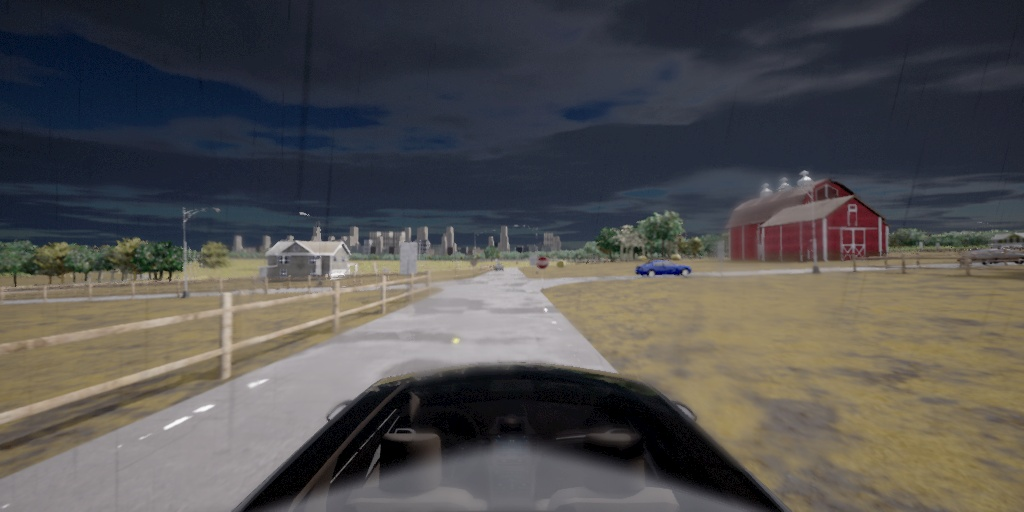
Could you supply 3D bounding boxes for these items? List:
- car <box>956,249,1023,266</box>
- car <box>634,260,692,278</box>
[{"bbox_3d":[44.055,0.068,32.957,4.902,1.511,2.128,-2,-1,0],"label":"car"},{"bbox_3d":[13.867,1.147,32.954,5.008,1.535,1.882,-2,-1,0],"label":"car"}]
